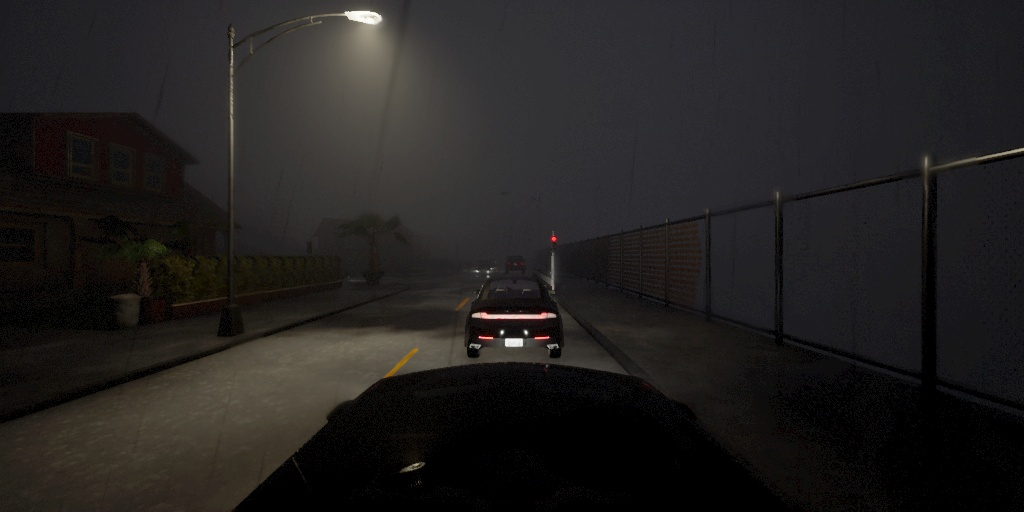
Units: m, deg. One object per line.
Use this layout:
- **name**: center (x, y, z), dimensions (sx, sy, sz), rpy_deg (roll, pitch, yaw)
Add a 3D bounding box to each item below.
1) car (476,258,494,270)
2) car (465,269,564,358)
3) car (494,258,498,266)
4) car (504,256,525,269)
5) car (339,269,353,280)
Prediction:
- **car**: center (-4.092, 1.250, 51.831), dimensions (1.837, 1.490, 4.892), rpy_deg (0, 0, 0)
- **car**: center (0.055, 1.241, 8.445), dimensions (2.128, 1.511, 4.902), rpy_deg (0, 0, 0)
- **car**: center (-4.072, 1.292, 61.697), dimensions (2.033, 1.411, 5.357), rpy_deg (0, 0, 0)
- **car**: center (0.320, 0.968, 41.261), dimensions (2.150, 2.045, 5.566), rpy_deg (0, 0, -1)
- **car**: center (-15.721, 1.295, 28.662), dimensions (5.357, 1.411, 2.033), rpy_deg (0, 0, 0)
